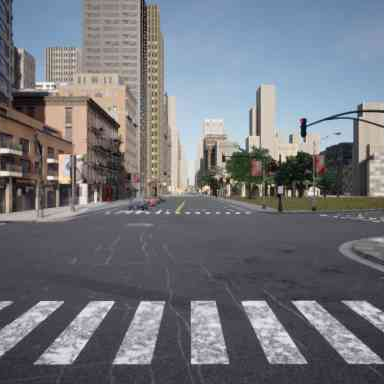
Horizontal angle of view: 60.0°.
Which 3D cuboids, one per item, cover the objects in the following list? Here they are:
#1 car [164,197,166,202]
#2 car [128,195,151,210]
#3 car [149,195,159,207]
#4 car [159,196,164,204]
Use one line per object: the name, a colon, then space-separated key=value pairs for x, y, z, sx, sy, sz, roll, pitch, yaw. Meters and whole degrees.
car: x=-6.557 y=1.502 z=69.742 sx=1.895 sy=1.301 sz=4.718 roll=0 pitch=0 yaw=0
car: x=-6.659 y=1.484 z=41.507 sx=1.812 sy=1.442 sz=4.674 roll=0 pitch=0 yaw=0
car: x=-6.643 y=1.295 z=50.559 sx=2.097 sy=1.767 sz=4.553 roll=0 pitch=0 yaw=0
car: x=-6.631 y=1.492 z=59.610 sx=1.994 sy=1.385 sz=4.181 roll=0 pitch=0 yaw=0
